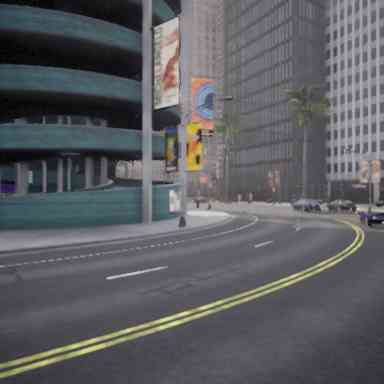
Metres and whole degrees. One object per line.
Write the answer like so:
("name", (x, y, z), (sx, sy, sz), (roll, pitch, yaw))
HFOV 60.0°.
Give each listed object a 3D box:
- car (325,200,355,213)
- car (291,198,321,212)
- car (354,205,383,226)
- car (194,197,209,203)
("car", (18.177, 1.744, 40.886), (1.837, 1.490, 4.892), (1, 0, -6))
("car", (14.434, 1.604, 42.344), (2.097, 1.767, 4.553), (0, 0, -8))
("car", (13.295, 1.739, 23.922), (1.895, 1.301, 4.718), (0, 0, 17))
("car", (2.389, 1.990, 81.643), (2.231, 1.521, 4.892), (0, 0, -31))
